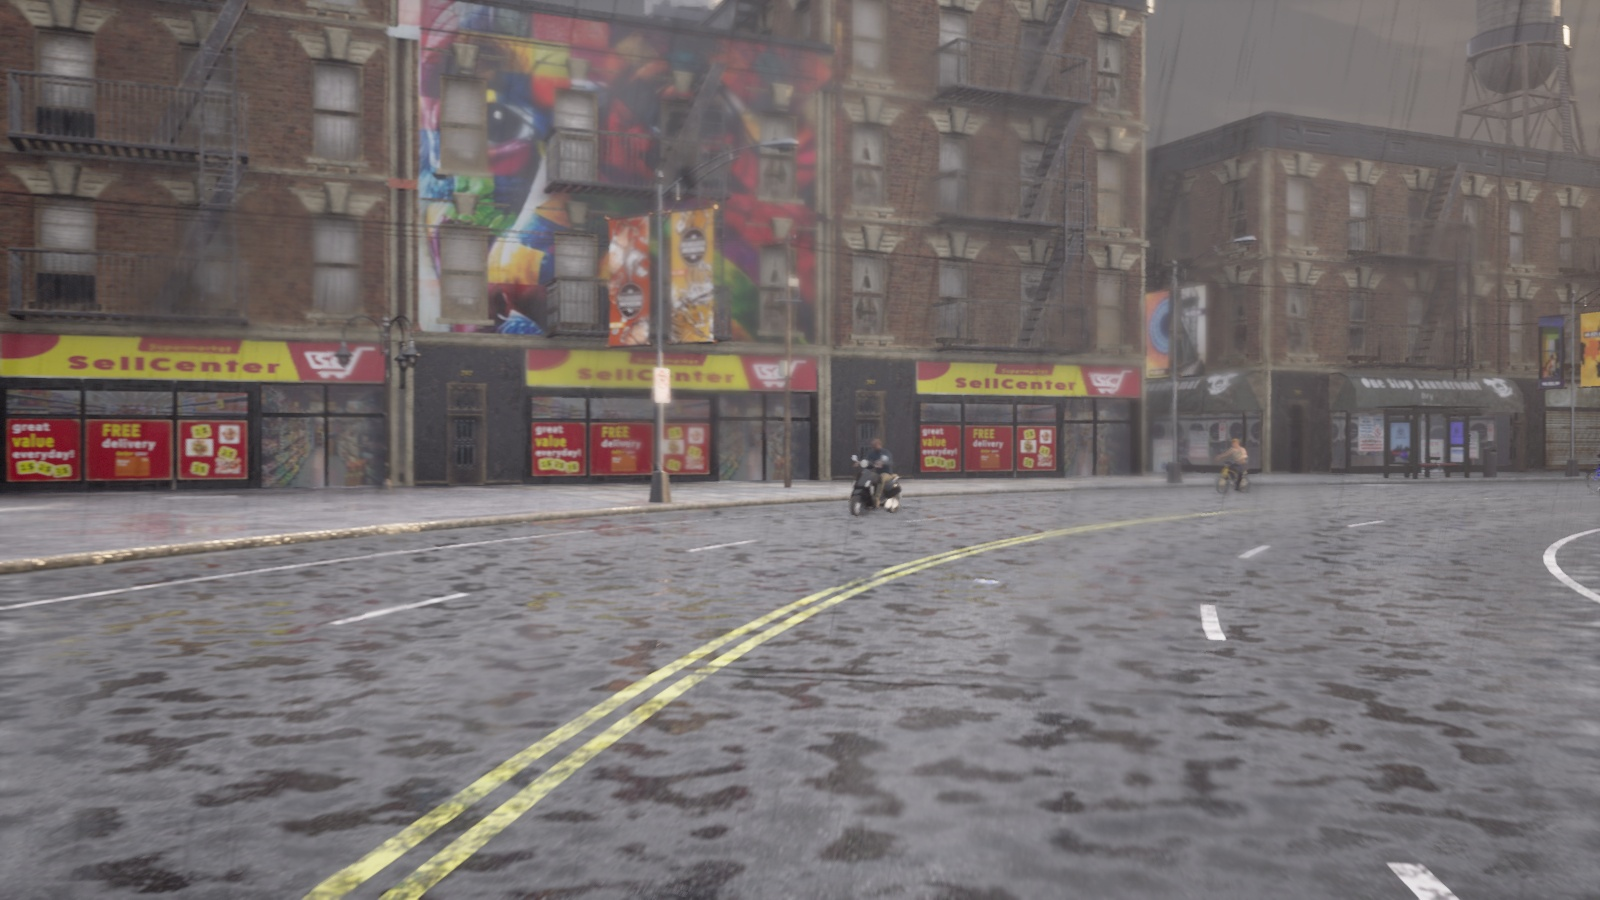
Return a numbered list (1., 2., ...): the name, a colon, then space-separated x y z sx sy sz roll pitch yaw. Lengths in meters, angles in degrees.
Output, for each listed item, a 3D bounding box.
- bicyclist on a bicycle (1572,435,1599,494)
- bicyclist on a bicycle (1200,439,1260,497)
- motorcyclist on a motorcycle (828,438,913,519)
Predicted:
1. bicyclist on a bicycle: 24.514 0.445 38.326 1.843 1.776 0.659 0 0 -24
2. bicyclist on a bicycle: 12.386 0.501 36.150 1.509 1.612 0.866 0 1 -33
3. motorcyclist on a motorcycle: 1.473 0.556 25.831 0.866 1.590 1.817 1 1 37
